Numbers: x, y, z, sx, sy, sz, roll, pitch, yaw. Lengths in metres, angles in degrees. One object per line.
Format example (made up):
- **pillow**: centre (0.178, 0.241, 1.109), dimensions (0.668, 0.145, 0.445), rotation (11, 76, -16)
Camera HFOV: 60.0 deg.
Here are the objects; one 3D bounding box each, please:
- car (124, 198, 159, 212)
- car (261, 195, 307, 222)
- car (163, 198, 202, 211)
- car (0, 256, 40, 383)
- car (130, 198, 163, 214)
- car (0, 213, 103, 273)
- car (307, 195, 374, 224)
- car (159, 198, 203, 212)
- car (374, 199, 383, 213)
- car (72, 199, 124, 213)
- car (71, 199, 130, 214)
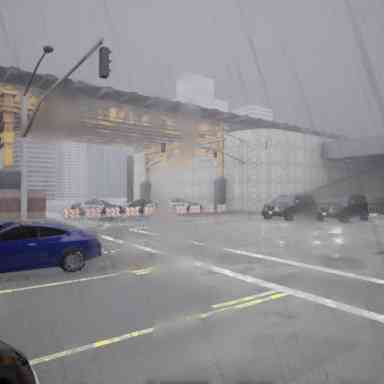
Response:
- **car**: centre (-5.211, 1.295, 34.845), dimensions (1.853, 1.218, 4.536), rotation (0, 0, 18)
- **car**: centre (7.945, 1.224, 26.859), dimensions (5.566, 2.045, 2.150), rotation (0, 0, -42)
- **car**: centre (-1.376, 1.295, 38.556), dimensions (4.536, 1.218, 1.853), rotation (0, 0, -7)
- **car**: centre (-3.294, 1.492, 1.421), dimensions (4.902, 1.511, 2.128), rotation (0, 0, -35)
- **car**: centre (-5.227, 1.453, 34.795), dimensions (2.038, 1.542, 4.974), rotation (0, 0, 18)
- **car**: centre (-4.835, 1.525, 9.154), dimensions (4.674, 1.442, 1.812), rotation (0, 0, -36)
- **car**: centre (11.431, 1.222, 25.311), dimensions (5.566, 2.045, 2.150), rotation (0, 0, -41)
- **car**: centre (-1.325, 1.453, 38.563), dimensions (4.974, 1.542, 2.038), rotation (0, 0, -7)
- **car**: centre (20.597, 1.492, 36.959), dimensions (4.902, 1.511, 2.128), rotation (0, 0, -37)
- **car**: centre (-9.018, 1.295, 32.109), dimensions (4.536, 1.218, 1.853), rotation (0, 0, 8)
- **car**: centre (-8.967, 1.453, 32.102), dimensions (4.974, 1.542, 2.038), rotation (0, 0, 8)
